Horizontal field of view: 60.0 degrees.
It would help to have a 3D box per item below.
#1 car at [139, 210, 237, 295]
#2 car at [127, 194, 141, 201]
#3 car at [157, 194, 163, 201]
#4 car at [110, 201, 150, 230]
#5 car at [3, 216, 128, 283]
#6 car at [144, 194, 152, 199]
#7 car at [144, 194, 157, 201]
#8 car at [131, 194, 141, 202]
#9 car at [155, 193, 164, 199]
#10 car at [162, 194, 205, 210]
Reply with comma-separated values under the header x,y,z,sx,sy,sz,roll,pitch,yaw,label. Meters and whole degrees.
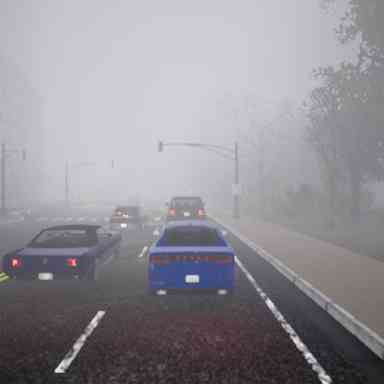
x,y,z,sx,sy,sz,roll,pitch,yaw,label
-0.043,1.471,8.713,1.882,1.535,5.008,0,0,-1,car
-10.135,1.460,57.041,1.812,1.442,4.674,0,0,-7,car
-7.356,1.349,83.510,1.882,1.535,5.008,0,0,-10,car
-3.652,1.489,19.677,1.837,1.490,4.892,0,0,-2,car
-3.314,1.594,9.648,1.895,1.301,4.718,0,0,-1,car
-12.369,1.241,92.873,1.994,1.385,4.181,0,0,-11,car
-10.491,1.354,82.581,1.882,1.535,5.008,0,0,-10,car
-12.136,1.258,72.433,2.097,1.767,4.553,0,0,-9,car
-9.174,1.163,93.472,1.882,1.535,5.008,0,0,-11,car
-0.375,1.205,19.216,2.150,2.045,5.566,0,0,-2,car
